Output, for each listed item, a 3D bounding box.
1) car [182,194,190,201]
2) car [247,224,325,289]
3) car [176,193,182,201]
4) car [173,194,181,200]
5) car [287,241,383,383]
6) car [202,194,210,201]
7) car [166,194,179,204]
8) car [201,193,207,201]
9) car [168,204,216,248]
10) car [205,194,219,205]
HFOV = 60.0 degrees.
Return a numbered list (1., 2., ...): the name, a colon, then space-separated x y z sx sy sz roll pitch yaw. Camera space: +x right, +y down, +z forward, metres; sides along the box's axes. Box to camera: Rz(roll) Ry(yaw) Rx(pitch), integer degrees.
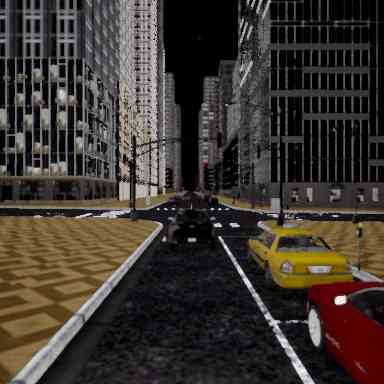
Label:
1. car: -1.619 1.344 82.189 2.097 1.767 4.553 0 0 0
2. car: 2.565 1.523 8.991 1.752 1.417 4.829 0 0 0
3. car: -4.183 1.560 81.989 1.947 1.339 4.313 0 0 0
4. car: -4.245 1.422 93.045 1.967 1.590 4.097 0 0 0
5. car: 2.565 1.543 3.269 1.887 1.381 4.507 0 0 0
6. car: 3.666 1.429 87.561 1.967 1.590 4.097 0 0 0
7. car: -4.091 1.589 65.407 1.802 1.307 4.206 0 0 0
8. car: 3.697 1.309 82.033 2.192 1.841 5.009 0 0 0
9. car: 0.000 1.515 14.650 1.837 1.490 4.892 0 0 0
10. car: 3.869 1.576 59.924 1.947 1.339 4.313 0 0 0
